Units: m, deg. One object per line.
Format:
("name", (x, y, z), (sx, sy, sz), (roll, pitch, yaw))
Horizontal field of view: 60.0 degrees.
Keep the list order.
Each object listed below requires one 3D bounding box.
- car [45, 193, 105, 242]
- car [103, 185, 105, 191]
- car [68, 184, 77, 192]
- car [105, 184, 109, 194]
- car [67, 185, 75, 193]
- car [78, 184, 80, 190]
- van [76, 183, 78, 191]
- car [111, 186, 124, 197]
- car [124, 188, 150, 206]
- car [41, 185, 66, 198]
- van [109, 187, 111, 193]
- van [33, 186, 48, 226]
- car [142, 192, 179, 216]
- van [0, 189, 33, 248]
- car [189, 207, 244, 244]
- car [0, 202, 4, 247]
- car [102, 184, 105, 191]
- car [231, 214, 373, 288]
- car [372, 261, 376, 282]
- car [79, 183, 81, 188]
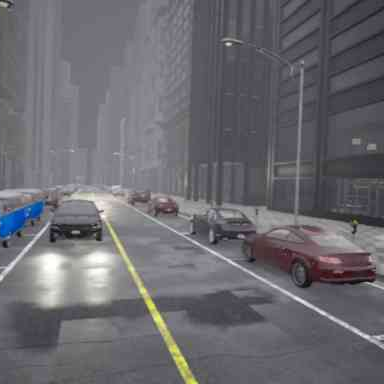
("car", (-4.791, 1.055, 13.985), (1.882, 1.535, 5.008), (2, 1, -18))
("car", (-19.352, -0.527, 78.894), (1.752, 1.417, 4.829), (1, 1, -18))
("car", (-22.305, -0.266, 60.026), (1.947, 1.339, 4.313), (1, 1, -18))
("car", (-17.593, -0.457, 73.360), (1.967, 1.590, 4.097), (1, 1, -18))
("car", (-18.895, 0.014, 49.284), (1.887, 1.381, 4.507), (1, 1, -18))
("car", (-27.419, -0.717, 76.138), (1.947, 1.339, 4.313), (1, 1, -18))
("van", (-25.707, -0.791, 70.763), (1.690, 1.788, 3.998), (1, 1, -18))
("car", (-12.534, 0.074, 57.413), (1.752, 1.417, 4.829), (1, 1, -18))
("car", (-5.658, 0.476, 35.766), (2.192, 1.841, 5.009), (1, 1, -18))
("car", (-12.070, 0.394, 27.797), (2.192, 1.841, 5.009), (2, 1, -18))
("van", (-14.181, -0.256, 62.617), (1.690, 1.788, 3.998), (1, 1, -18))
("van", (-8.662, 0.730, 17.058), (1.690, 1.788, 3.998), (2, 1, -18))
("car", (-2.257, 1.013, 25.030), (1.887, 1.381, 4.507), (2, 1, -18))
("van", (-6.957, 0.885, 11.687), (1.690, 1.788, 3.998), (2, 1, -18))
("car", (1.152, 1.329, 14.290), (2.008, 1.369, 4.403), (2, 1, -18))
("car", (-5.256, 1.140, 6.319), (1.967, 1.590, 4.097), (2, 1, -18))
("car", (-21.006, -0.647, 84.103), (2.008, 1.369, 4.403), (1, 1, -18))
("car", (2.855, 1.516, 8.921), (1.802, 1.307, 4.206), (2, 1, -18))
("car", (4.560, 1.642, 3.550), (2.008, 1.369, 4.403), (2, 1, -18))
("car", (-30.820, -1.267, 86.874), (2.192, 1.841, 5.009), (1, 1, -18))
